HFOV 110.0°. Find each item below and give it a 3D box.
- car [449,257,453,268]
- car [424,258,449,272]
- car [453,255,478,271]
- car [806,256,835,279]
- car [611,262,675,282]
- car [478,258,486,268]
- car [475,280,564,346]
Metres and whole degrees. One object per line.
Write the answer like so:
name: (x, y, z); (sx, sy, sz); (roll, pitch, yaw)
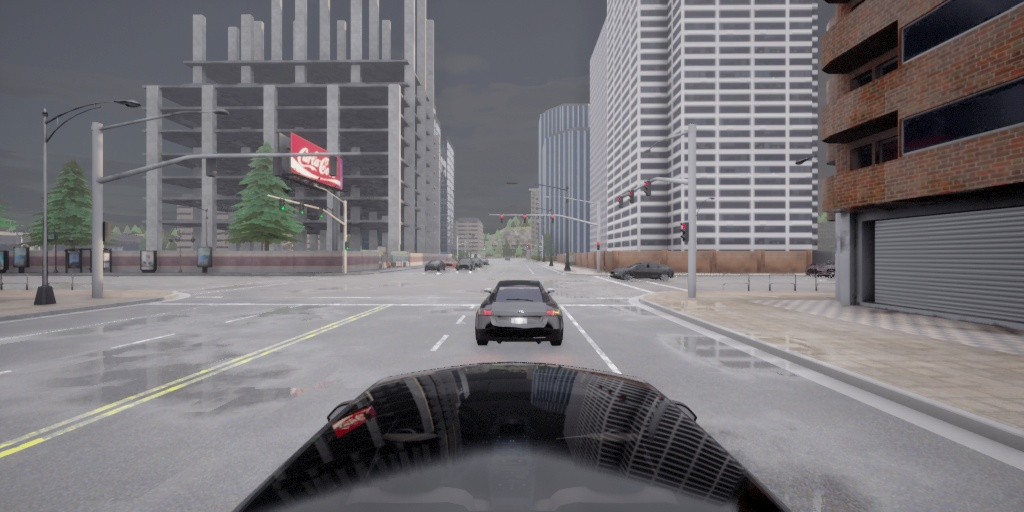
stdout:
car: (-9.613, 1.102, 56.321); (2.097, 1.767, 4.553); (0, 0, 1)
car: (-9.811, 1.227, 45.995); (1.882, 1.535, 5.008); (0, 0, 1)
car: (-6.253, 1.102, 48.848); (2.097, 1.767, 4.553); (0, 0, 1)
car: (29.171, 1.103, 32.162); (4.553, 1.767, 2.097); (0, 0, 1)
car: (10.423, 1.254, 28.766); (4.892, 1.490, 1.837); (0, 0, -1)
car: (-6.056, 1.102, 59.031); (2.097, 1.767, 4.553); (0, 0, 1)
car: (0.194, 1.314, 9.452); (1.994, 1.385, 4.181); (0, 0, 1)
